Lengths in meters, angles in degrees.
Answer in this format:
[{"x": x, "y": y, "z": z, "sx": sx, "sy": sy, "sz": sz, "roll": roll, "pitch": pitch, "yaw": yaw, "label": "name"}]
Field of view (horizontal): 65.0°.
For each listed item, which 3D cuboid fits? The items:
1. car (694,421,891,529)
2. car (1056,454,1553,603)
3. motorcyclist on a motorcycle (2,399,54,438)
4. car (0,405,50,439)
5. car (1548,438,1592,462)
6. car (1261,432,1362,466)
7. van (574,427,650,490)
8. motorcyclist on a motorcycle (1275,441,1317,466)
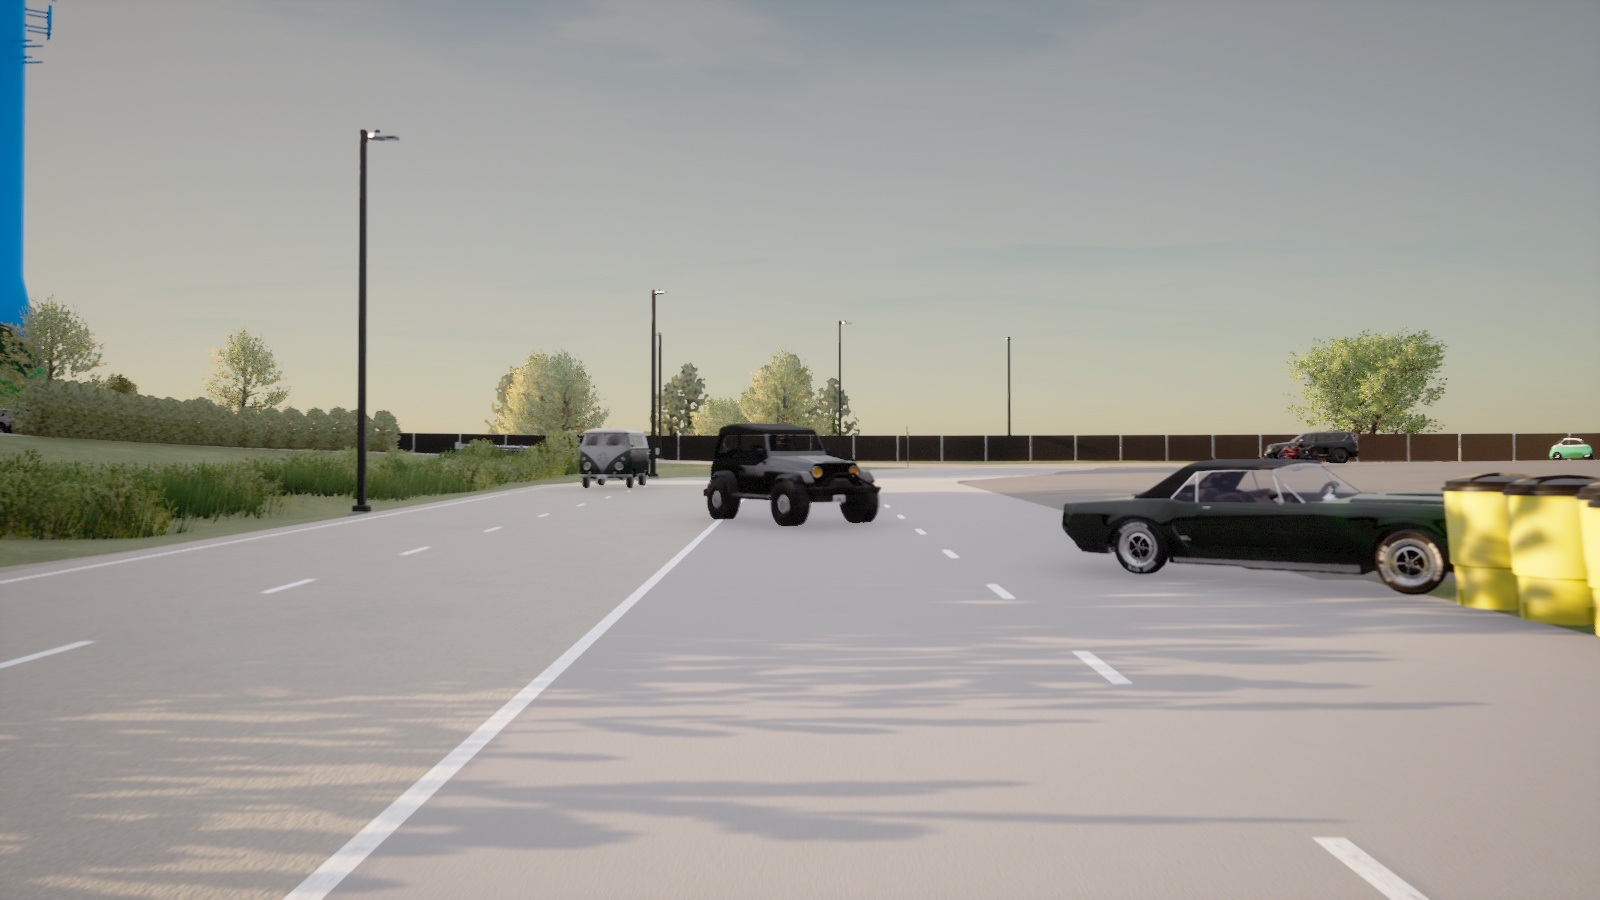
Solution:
[{"x": -0.224, "y": 0.418, "z": 23.867, "sx": 1.905, "sy": 1.878, "sz": 3.866, "roll": 0, "pitch": 0, "yaw": -35, "label": "car"}, {"x": 5.427, "y": 0.764, "z": 13.949, "sx": 4.718, "sy": 1.301, "sz": 1.895, "roll": -1, "pitch": 2, "yaw": 43, "label": "car"}, {"x": -35.582, "y": -1.458, "z": 57.928, "sx": 0.766, "sy": 1.649, "sz": 2.350, "roll": 0, "pitch": -2, "yaw": 5, "label": "motorcyclist on a motorcycle"}, {"x": -38.702, "y": -1.351, "z": 60.796, "sx": 1.970, "sy": 1.475, "sz": 3.806, "roll": 0, "pitch": -2, "yaw": 12, "label": "car"}, {"x": 46.008, "y": 0.040, "z": 75.042, "sx": 2.207, "sy": 1.376, "sz": 1.481, "roll": -1, "pitch": -2, "yaw": 31, "label": "car"}, {"x": 32.414, "y": -0.053, "z": 79.690, "sx": 5.566, "sy": 2.045, "sz": 2.150, "roll": -1, "pitch": -1, "yaw": 9, "label": "car"}, {"x": -6.259, "y": 0.255, "z": 42.274, "sx": 1.775, "sy": 1.987, "sz": 4.442, "roll": 0, "pitch": 0, "yaw": 2, "label": "van"}, {"x": 30.194, "y": 0.220, "z": 76.413, "sx": 2.191, "sy": 1.530, "sz": 0.866, "roll": -1, "pitch": -1, "yaw": 6, "label": "motorcyclist on a motorcycle"}]
